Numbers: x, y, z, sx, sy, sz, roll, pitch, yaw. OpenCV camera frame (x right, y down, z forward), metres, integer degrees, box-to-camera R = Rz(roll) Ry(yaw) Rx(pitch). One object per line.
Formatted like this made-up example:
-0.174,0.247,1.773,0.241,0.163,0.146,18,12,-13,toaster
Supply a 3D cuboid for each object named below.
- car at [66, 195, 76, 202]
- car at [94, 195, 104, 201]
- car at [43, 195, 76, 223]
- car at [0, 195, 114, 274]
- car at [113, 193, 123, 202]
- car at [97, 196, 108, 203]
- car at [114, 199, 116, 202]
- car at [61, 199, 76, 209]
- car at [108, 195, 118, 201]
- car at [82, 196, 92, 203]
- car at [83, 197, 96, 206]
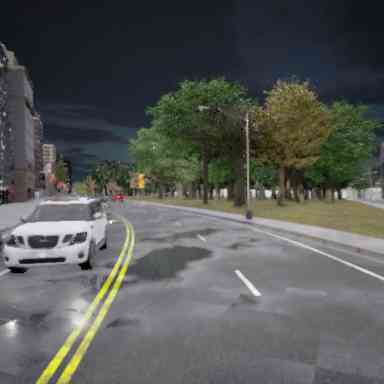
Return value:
-26.707,1.499,73.478,1.812,1.442,4.674,-1,0,-19,car
-23.177,1.488,83.090,2.033,1.411,5.357,-1,0,-19,car
-11.179,1.337,28.384,2.150,2.045,5.566,-1,0,-17,car
-4.136,1.228,11.145,2.150,2.045,5.566,-1,1,-7,car
-16.688,1.246,74.352,2.150,2.045,5.566,-1,0,-19,car
-19.885,1.681,73.675,1.895,1.301,4.718,-1,0,-19,car
-7.966,1.575,29.024,1.812,1.442,4.674,-1,0,-17,car
-18.267,1.730,49.290,1.994,1.385,4.181,-1,0,-19,car
-20.109,1.437,84.162,1.994,1.385,4.181,-1,0,-19,car
-22.917,1.609,72.491,1.812,1.442,4.674,-1,0,-19,car
-18.112,1.686,58.664,1.994,1.385,4.181,-1,0,-19,car
